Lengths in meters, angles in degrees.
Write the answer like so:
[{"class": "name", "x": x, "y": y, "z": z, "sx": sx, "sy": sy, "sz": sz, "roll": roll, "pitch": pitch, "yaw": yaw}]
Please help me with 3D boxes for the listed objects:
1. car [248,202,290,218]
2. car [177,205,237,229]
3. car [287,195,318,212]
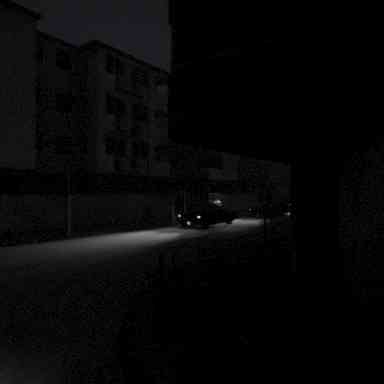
[{"class": "car", "x": 6.826, "y": 1.555, "z": 29.897, "sx": 1.895, "sy": 1.301, "sz": 4.718, "roll": 0, "pitch": 0, "yaw": 36}, {"class": "car", "x": 1.059, "y": 1.554, "z": 21.813, "sx": 1.895, "sy": 1.301, "sz": 4.718, "roll": 0, "pitch": 0, "yaw": 35}, {"class": "car", "x": 12.728, "y": 1.307, "z": 38.127, "sx": 2.097, "sy": 1.767, "sz": 4.553, "roll": 0, "pitch": 0, "yaw": 36}]
